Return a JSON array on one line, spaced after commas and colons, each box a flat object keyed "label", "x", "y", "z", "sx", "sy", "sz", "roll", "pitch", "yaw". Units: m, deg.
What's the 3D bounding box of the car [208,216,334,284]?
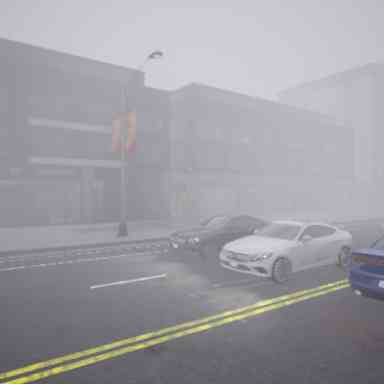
[{"label": "car", "x": 2.955, "y": 1.553, "z": 9.773, "sx": 4.674, "sy": 1.442, "sz": 1.812, "roll": 0, "pitch": 0, "yaw": -35}]

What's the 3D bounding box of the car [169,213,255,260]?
[{"label": "car", "x": 1.340, "y": 1.555, "z": 12.612, "sx": 4.674, "sy": 1.442, "sz": 1.812, "roll": 0, "pitch": 0, "yaw": -35}]

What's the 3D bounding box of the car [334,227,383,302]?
[{"label": "car", "x": 5.469, "y": 1.508, "z": 7.342, "sx": 5.008, "sy": 1.535, "sz": 1.882, "roll": 0, "pitch": 0, "yaw": -35}]
